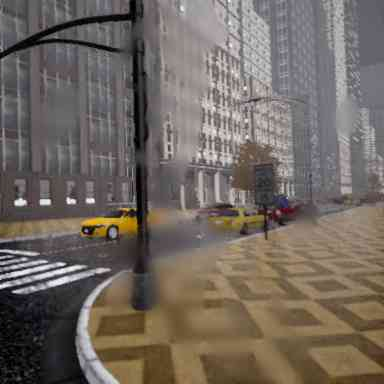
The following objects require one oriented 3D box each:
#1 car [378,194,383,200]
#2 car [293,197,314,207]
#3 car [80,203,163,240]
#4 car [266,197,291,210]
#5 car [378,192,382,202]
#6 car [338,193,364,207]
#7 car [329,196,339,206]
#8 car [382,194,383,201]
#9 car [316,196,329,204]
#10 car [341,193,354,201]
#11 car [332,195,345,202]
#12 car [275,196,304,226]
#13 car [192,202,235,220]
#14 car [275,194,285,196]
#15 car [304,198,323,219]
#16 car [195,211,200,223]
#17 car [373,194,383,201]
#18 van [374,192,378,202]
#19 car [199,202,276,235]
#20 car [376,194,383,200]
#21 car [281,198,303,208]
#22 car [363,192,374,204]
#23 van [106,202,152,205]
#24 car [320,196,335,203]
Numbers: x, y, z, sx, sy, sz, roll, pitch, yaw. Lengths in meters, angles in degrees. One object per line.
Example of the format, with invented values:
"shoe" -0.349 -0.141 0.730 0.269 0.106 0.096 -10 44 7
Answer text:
"car" 47.193 1.116 81.766 2.008 1.369 4.403 -3 -1 35
"car" 18.177 1.596 54.262 2.008 1.369 4.403 -3 -1 35
"car" -3.705 1.608 18.156 1.882 1.535 5.008 -3 -1 35
"car" 11.796 1.532 45.072 1.967 1.590 4.097 -3 -1 35
"car" 34.397 1.088 63.455 1.967 1.590 4.097 -3 -1 35
"car" 21.714 1.264 45.274 1.752 1.417 4.829 -3 -1 35
"car" 23.387 1.291 52.036 1.882 1.535 5.008 -3 -1 35
"car" 37.599 0.941 68.030 2.192 1.841 5.009 -3 -1 35
"car" 24.551 1.441 63.457 1.967 1.590 4.097 -3 -1 35
"car" 40.491 1.214 86.440 2.192 1.841 5.009 -3 -1 35
"car" 34.121 1.482 77.243 1.887 1.381 4.507 -3 -1 35
"car" 5.690 1.306 22.200 1.967 1.590 4.097 -2 -1 35
"car" 2.137 1.694 31.142 1.752 1.417 4.829 -2 -1 35
"car" 8.607 1.246 35.904 2.150 2.045 5.566 -3 -1 35
"car" 8.877 1.422 26.786 1.802 1.307 4.206 -2 -1 35
"car" 2.101 1.606 26.520 1.812 1.442 4.674 -3 -1 35
"car" 40.827 1.170 72.588 1.947 1.339 4.313 -3 -1 35
"van" 31.195 1.012 58.879 1.690 1.788 3.998 -3 -1 35
"car" 2.606 1.418 17.750 1.752 1.417 4.829 -2 -1 35
"car" 44.106 1.109 77.318 1.752 1.417 4.829 -3 -1 35
"car" 14.988 1.613 49.666 1.887 1.381 4.507 -3 -1 35
"car" 27.987 1.134 54.308 1.967 1.590 4.097 -3 -1 35
"van" -4.149 1.563 22.092 1.690 1.788 3.998 -2 -1 35
"car" 27.743 1.524 68.052 1.887 1.381 4.507 -3 -1 35
